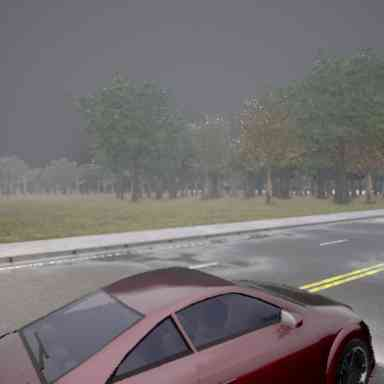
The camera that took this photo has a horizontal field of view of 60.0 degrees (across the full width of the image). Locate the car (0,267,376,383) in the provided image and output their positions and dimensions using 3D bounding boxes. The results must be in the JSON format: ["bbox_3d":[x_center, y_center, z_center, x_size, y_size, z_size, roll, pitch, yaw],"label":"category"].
[{"bbox_3d":[0.076,1.537,3.493,4.181,1.385,1.994,-1,1,-35],"label":"car"}]
